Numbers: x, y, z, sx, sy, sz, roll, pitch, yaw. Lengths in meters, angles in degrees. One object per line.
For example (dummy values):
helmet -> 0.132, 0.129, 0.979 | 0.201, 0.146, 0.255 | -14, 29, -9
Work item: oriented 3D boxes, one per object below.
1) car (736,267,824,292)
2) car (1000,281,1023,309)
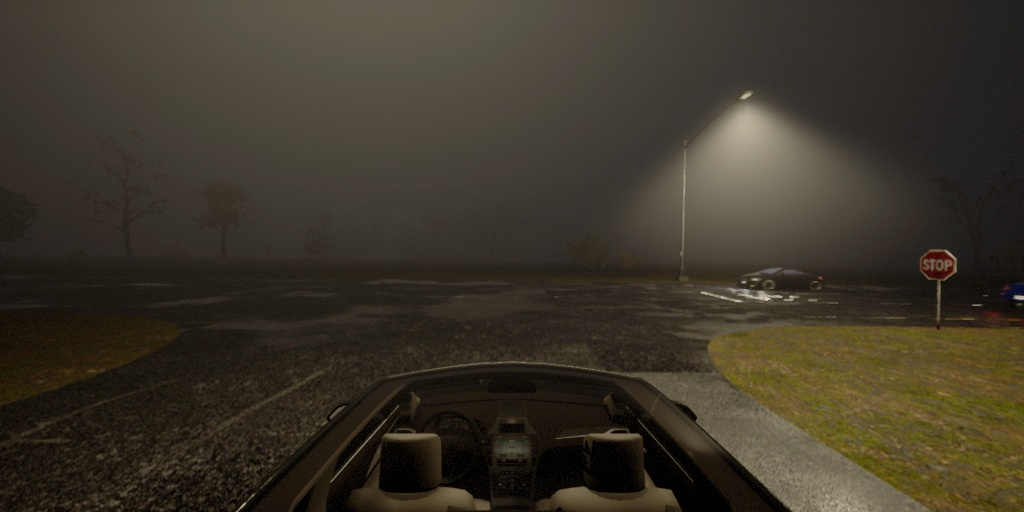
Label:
car -> 15.657, 1.359, 21.060 | 4.181, 1.385, 1.994 | 0, 1, 1
car -> 22.120, 1.486, 13.945 | 4.674, 1.442, 1.812 | 1, 1, 1
